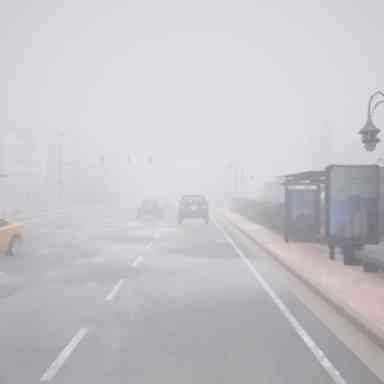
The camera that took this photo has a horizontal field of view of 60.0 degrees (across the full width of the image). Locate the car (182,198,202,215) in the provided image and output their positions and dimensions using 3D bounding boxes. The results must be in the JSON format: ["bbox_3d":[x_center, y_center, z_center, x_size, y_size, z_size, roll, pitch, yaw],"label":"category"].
[{"bbox_3d":[0.089,1.431,33.974,1.837,1.490,4.892,0,0,2],"label":"car"}]

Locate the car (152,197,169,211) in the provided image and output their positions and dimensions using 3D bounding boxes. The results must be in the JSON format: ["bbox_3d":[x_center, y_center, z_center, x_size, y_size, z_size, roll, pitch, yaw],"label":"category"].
[{"bbox_3d":[-3.808,1.389,40.540,1.882,1.535,5.008,0,0,-5],"label":"car"}]

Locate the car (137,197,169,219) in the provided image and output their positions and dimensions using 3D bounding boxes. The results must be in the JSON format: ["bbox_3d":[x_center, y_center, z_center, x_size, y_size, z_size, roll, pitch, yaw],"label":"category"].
[{"bbox_3d":[-3.402,1.289,28.626,2.097,1.767,4.553,0,0,0],"label":"car"}]

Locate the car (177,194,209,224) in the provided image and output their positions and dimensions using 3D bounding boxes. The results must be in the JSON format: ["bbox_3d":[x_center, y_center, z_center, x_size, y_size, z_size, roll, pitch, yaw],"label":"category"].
[{"bbox_3d":[0.099,1.166,24.261,2.150,2.045,5.566,0,0,0],"label":"car"}]

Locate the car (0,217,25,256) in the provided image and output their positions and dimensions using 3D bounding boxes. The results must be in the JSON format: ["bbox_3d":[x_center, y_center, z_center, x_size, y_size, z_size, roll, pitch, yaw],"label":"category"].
[{"bbox_3d":[-7.065,1.455,10.155,1.882,1.535,5.008,0,0,0],"label":"car"}]
